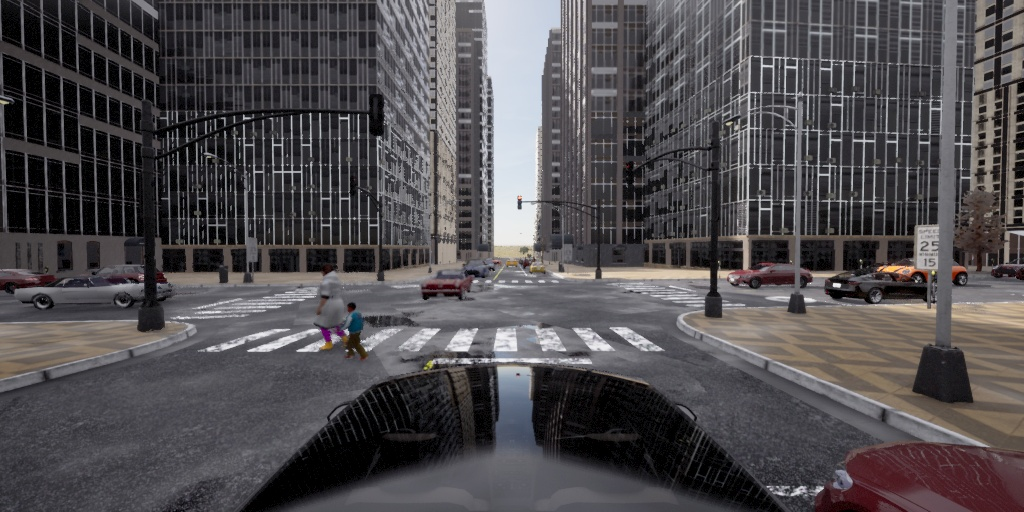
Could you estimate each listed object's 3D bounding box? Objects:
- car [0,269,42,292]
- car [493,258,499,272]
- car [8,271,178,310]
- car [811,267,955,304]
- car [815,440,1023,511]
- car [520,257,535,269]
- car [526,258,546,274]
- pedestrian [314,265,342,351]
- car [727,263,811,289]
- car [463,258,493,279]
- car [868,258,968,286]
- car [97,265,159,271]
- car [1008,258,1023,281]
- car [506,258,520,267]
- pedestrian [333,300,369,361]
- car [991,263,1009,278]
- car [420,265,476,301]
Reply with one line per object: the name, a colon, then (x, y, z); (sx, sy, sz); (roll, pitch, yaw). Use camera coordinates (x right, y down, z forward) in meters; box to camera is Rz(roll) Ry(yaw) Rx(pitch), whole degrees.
car: (-28.204, 1.390, 20.028); (4.207, 1.307, 1.802); (0, 0, -5)
car: (-3.117, 1.270, 46.861); (2.033, 1.411, 5.357); (0, 0, 0)
car: (-17.345, 1.469, 15.211); (4.718, 1.301, 1.895); (0, 1, -6)
car: (16.124, 1.293, 15.717); (4.313, 1.339, 1.948); (0, 0, -5)
car: (2.692, 1.333, 0.419); (1.802, 1.307, 4.207); (0, 0, 0)
car: (2.710, 1.028, 55.039); (2.192, 1.841, 5.009); (0, 0, 0)
car: (2.806, 1.254, 39.957); (1.751, 1.417, 4.829); (0, 0, 0)
pedestrian: (-3.831, 1.041, 7.571); (0.375, 1.860, 0.375); (-1, 1, 0)
car: (15.392, 1.135, 21.460); (4.674, 1.442, 1.812); (0, 1, -5)
car: (-3.230, 1.087, 31.918); (2.097, 1.767, 4.553); (0, 0, 2)
car: (25.339, 0.904, 22.370); (4.553, 1.767, 2.097); (0, 1, -5)
car: (-22.578, 1.216, 20.552); (4.097, 1.591, 1.967); (0, 0, -5)
car: (36.056, 0.841, 23.356); (4.553, 1.767, 2.097); (0, 1, -5)
car: (-0.025, 1.178, 65.017); (1.882, 1.535, 5.008); (0, 0, 0)
pedestrian: (-2.935, 1.422, 6.769); (0.500, 1.100, 0.500); (-1, 1, 0)
car: (37.693, 0.864, 26.134); (4.097, 1.591, 1.967); (0, 0, -5)
car: (-3.120, 1.358, 17.862); (1.895, 1.301, 4.718); (0, 1, 0)
